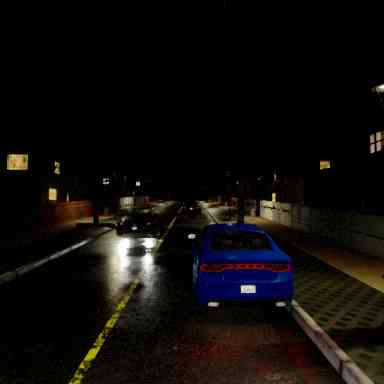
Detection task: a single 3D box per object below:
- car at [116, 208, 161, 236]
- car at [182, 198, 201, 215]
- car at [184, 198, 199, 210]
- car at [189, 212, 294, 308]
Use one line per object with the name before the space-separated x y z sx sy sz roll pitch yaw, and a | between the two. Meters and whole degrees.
car | -2.806 1.585 18.261 1.994 1.385 4.181 0 0 0
car | -0.040 1.609 34.765 1.994 1.385 4.181 0 0 1
car | -0.082 1.565 44.645 1.837 1.490 4.892 0 0 0
car | 0.939 1.487 8.071 1.882 1.535 5.008 0 0 0
